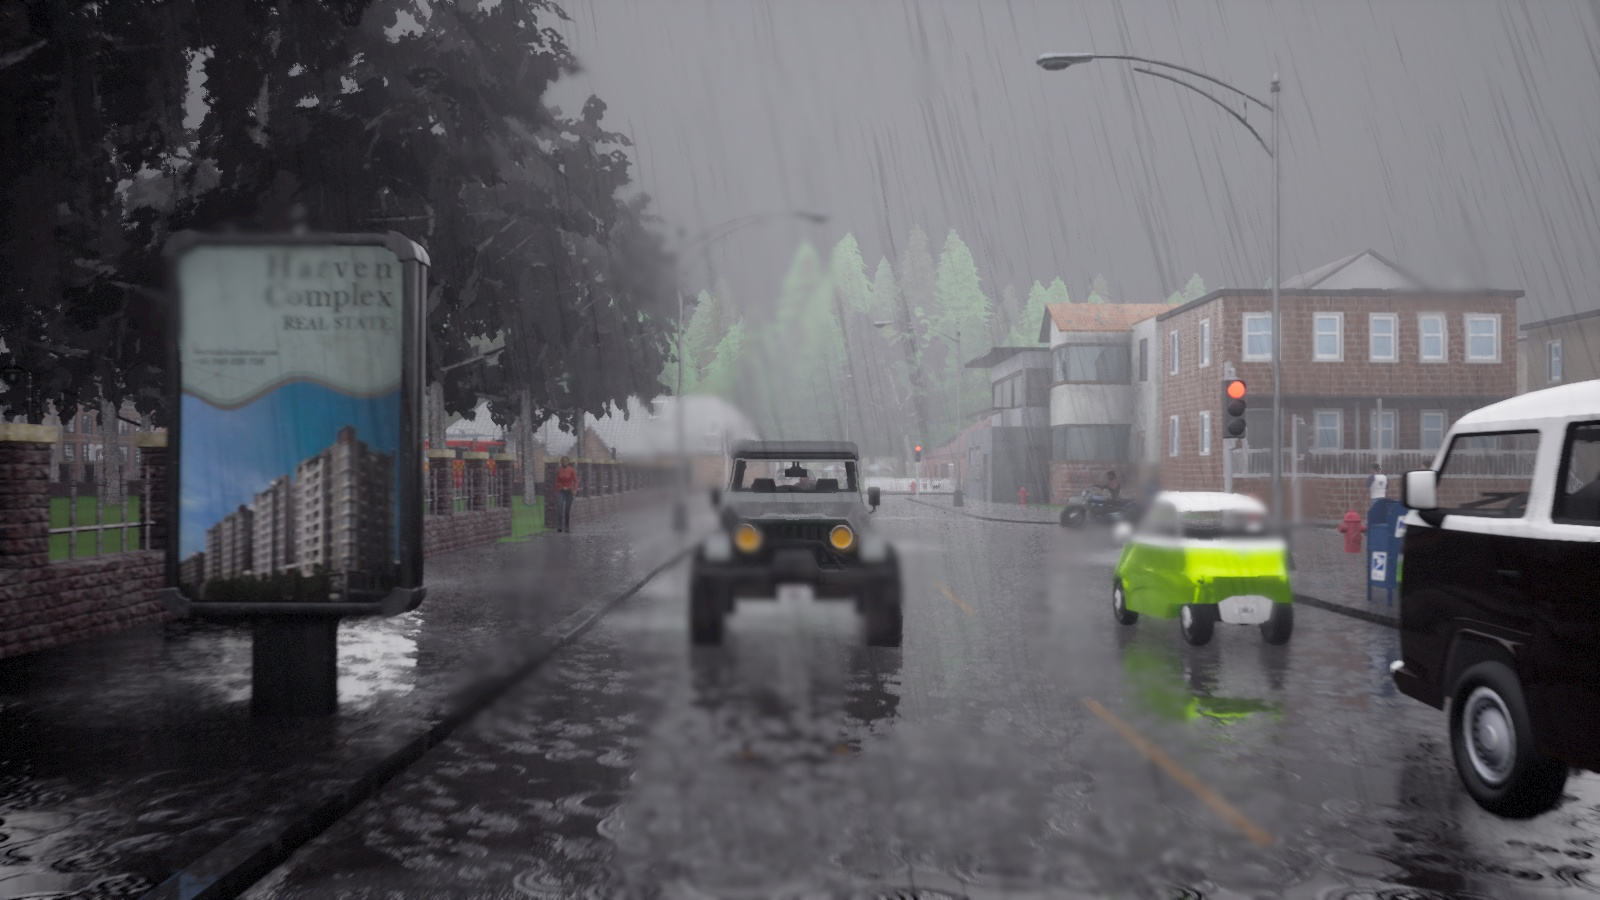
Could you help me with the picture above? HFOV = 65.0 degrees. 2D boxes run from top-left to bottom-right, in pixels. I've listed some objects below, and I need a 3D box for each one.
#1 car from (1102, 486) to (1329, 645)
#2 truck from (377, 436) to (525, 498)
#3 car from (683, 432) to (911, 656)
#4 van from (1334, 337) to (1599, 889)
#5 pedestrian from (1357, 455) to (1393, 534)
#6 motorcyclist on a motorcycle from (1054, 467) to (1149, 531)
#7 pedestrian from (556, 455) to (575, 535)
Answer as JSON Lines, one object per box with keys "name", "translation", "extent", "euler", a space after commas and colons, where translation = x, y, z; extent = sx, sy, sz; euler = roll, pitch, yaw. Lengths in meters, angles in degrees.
{"name": "car", "translation": [3.965, 1.059, 12.289], "extent": [1.481, 1.376, 2.207], "euler": [0, -1, 0]}
{"name": "truck", "translation": [-21.838, 1.058, 78.875], "extent": [8.468, 3.827, 2.891], "euler": [0, -1, -1]}
{"name": "car", "translation": [-0.033, 0.820, 12.502], "extent": [1.905, 1.878, 3.866], "euler": [0, -1, 0]}
{"name": "van", "translation": [3.988, 0.600, 4.669], "extent": [2.069, 2.038, 4.480], "euler": [0, -1, 0]}
{"name": "pedestrian", "translation": [13.542, 1.049, 29.593], "extent": [0.354, 1.836, 0.706], "euler": [0, -1, -19]}
{"name": "motorcyclist on a motorcycle", "translation": [8.057, 1.295, 33.579], "extent": [2.350, 1.649, 0.766], "euler": [0, 0, -6]}
{"name": "pedestrian", "translation": [-5.437, 1.034, 29.120], "extent": [0.331, 1.846, 0.636], "euler": [0, -1, 0]}
